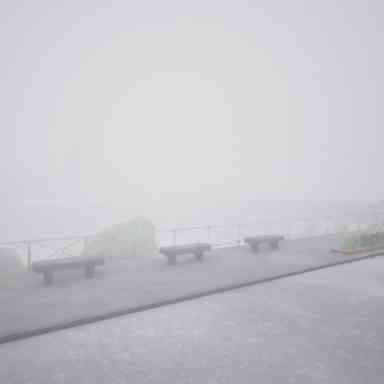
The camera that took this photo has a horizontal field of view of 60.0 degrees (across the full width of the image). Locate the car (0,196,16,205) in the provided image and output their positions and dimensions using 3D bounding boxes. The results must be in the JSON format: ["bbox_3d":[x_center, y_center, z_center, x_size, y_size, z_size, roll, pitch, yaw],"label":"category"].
[{"bbox_3d":[-32.839,1.466,56.682,5.008,1.535,1.882,0,0,-36],"label":"car"}]
